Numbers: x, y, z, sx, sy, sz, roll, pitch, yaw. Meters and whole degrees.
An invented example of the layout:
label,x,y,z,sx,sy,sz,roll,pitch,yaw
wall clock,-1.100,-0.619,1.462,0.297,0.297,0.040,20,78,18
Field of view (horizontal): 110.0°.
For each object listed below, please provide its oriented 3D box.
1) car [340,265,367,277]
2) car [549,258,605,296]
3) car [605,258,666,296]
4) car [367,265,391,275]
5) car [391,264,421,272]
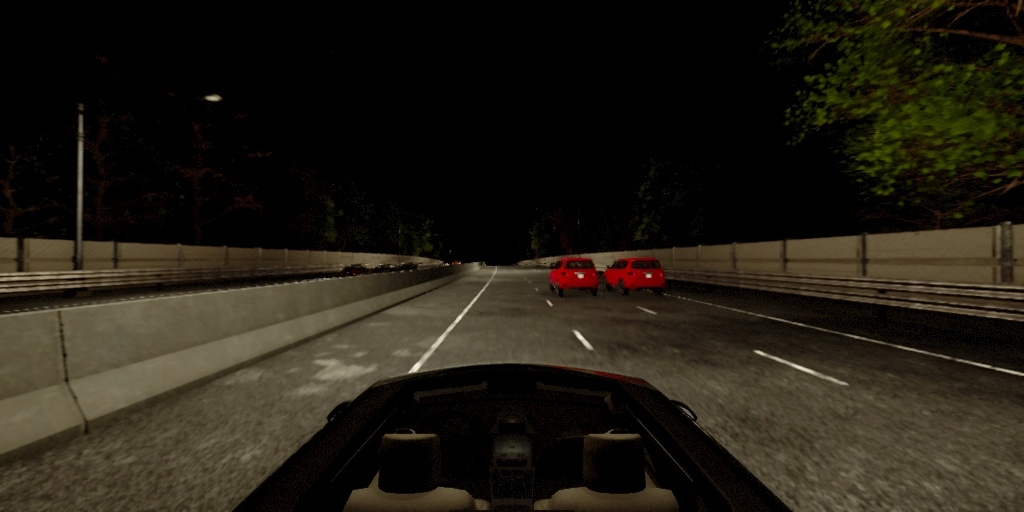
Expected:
label,x,y,z,sx,sy,sz,roll,pitch,yaw
car,-18.009,1.683,41.211,1.994,1.385,4.181,0,-1,-1
car,3.495,1.147,21.031,2.150,2.045,5.566,0,-1,-1
car,6.994,1.145,21.082,2.150,2.045,5.566,0,-1,-1
car,-14.505,1.679,40.900,1.994,1.385,4.181,0,-1,-1
car,-10.959,1.593,38.137,1.837,1.490,4.892,0,-1,-1
